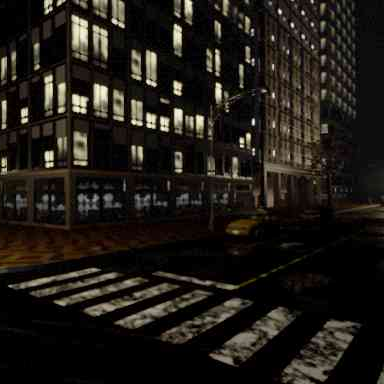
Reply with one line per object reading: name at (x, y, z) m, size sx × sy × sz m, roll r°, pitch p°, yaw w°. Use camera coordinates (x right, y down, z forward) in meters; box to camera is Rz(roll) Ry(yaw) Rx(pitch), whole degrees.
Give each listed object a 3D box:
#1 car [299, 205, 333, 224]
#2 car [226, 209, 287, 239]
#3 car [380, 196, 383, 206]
car at (9.693, 1.685, 25.725) m, size 1.802 × 1.307 × 4.206 m, roll -1°, pitch -1°, yaw 38°
car at (3.588, 1.626, 18.000) m, size 1.752 × 1.417 × 4.829 m, roll -1°, pitch -1°, yaw 38°
car at (33.433, 1.446, 56.600) m, size 2.192 × 1.841 × 5.009 m, roll -1°, pitch -1°, yaw 38°
